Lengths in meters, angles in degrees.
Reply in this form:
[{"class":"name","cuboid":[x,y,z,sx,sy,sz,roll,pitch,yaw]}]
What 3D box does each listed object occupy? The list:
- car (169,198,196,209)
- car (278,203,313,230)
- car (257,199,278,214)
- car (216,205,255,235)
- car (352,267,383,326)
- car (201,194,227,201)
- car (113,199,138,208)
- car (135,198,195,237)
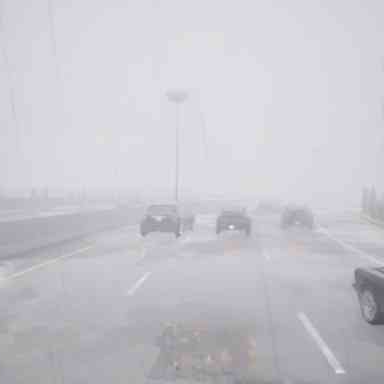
[{"class":"car","cuboid":[-1.383,1.572,48.535,1.812,1.442,4.674,0,0,28]},{"class":"car","cuboid":[6.739,1.559,21.647,1.837,1.490,4.892,0,0,15]},{"class":"car","cuboid":[8.401,1.578,36.452,1.837,1.490,4.892,0,0,24]},{"class":"car","cuboid":[2.539,1.537,19.295,1.837,1.490,4.892,0,0,12]},{"class":"car","cuboid":[3.817,1.623,4.110,1.895,1.301,4.718,0,0,3]},{"class":"car","cuboid":[3.332,1.290,49.866,2.150,2.045,5.566,0,0,30]},{"class":"car","cuboid":[-7.939,1.558,43.253,2.033,1.411,5.357,0,0,24]},{"class":"car","cuboid":[-1.208,1.366,18.395,2.097,1.767,4.553,0,0,11]}]
